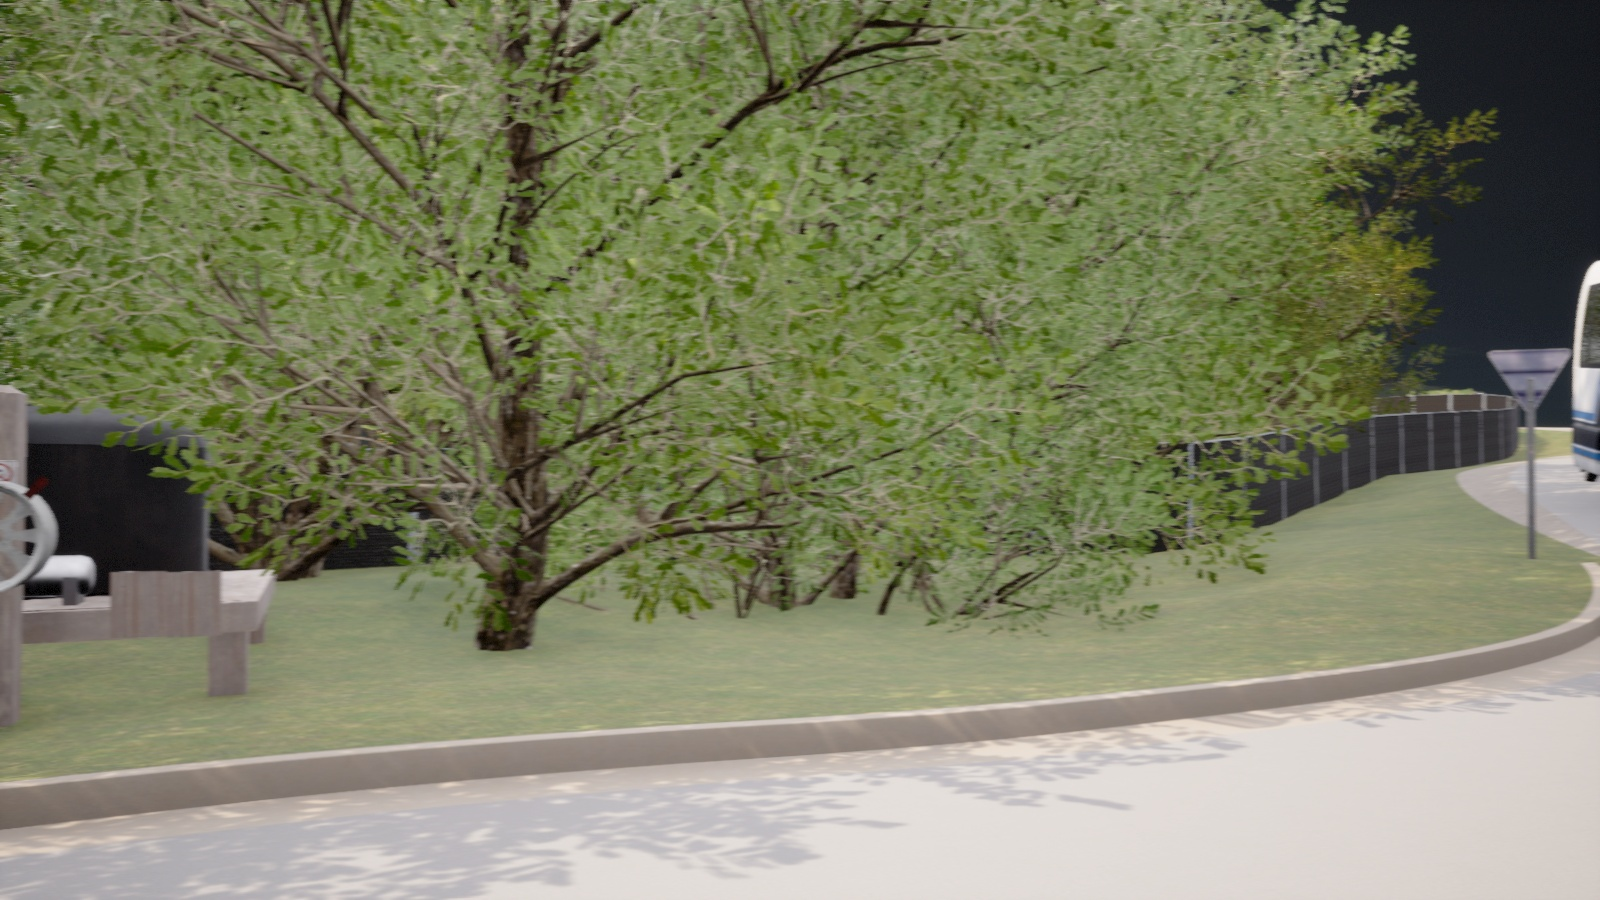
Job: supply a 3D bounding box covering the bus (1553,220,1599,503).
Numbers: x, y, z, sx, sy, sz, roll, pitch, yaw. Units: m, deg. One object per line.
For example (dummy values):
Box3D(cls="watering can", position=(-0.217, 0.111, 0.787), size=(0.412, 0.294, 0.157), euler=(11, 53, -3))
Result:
Box3D(cls="bus", position=(13.311, -1.232, 16.747), size=(3.944, 4.253, 10.273), euler=(-1, 4, 22))
